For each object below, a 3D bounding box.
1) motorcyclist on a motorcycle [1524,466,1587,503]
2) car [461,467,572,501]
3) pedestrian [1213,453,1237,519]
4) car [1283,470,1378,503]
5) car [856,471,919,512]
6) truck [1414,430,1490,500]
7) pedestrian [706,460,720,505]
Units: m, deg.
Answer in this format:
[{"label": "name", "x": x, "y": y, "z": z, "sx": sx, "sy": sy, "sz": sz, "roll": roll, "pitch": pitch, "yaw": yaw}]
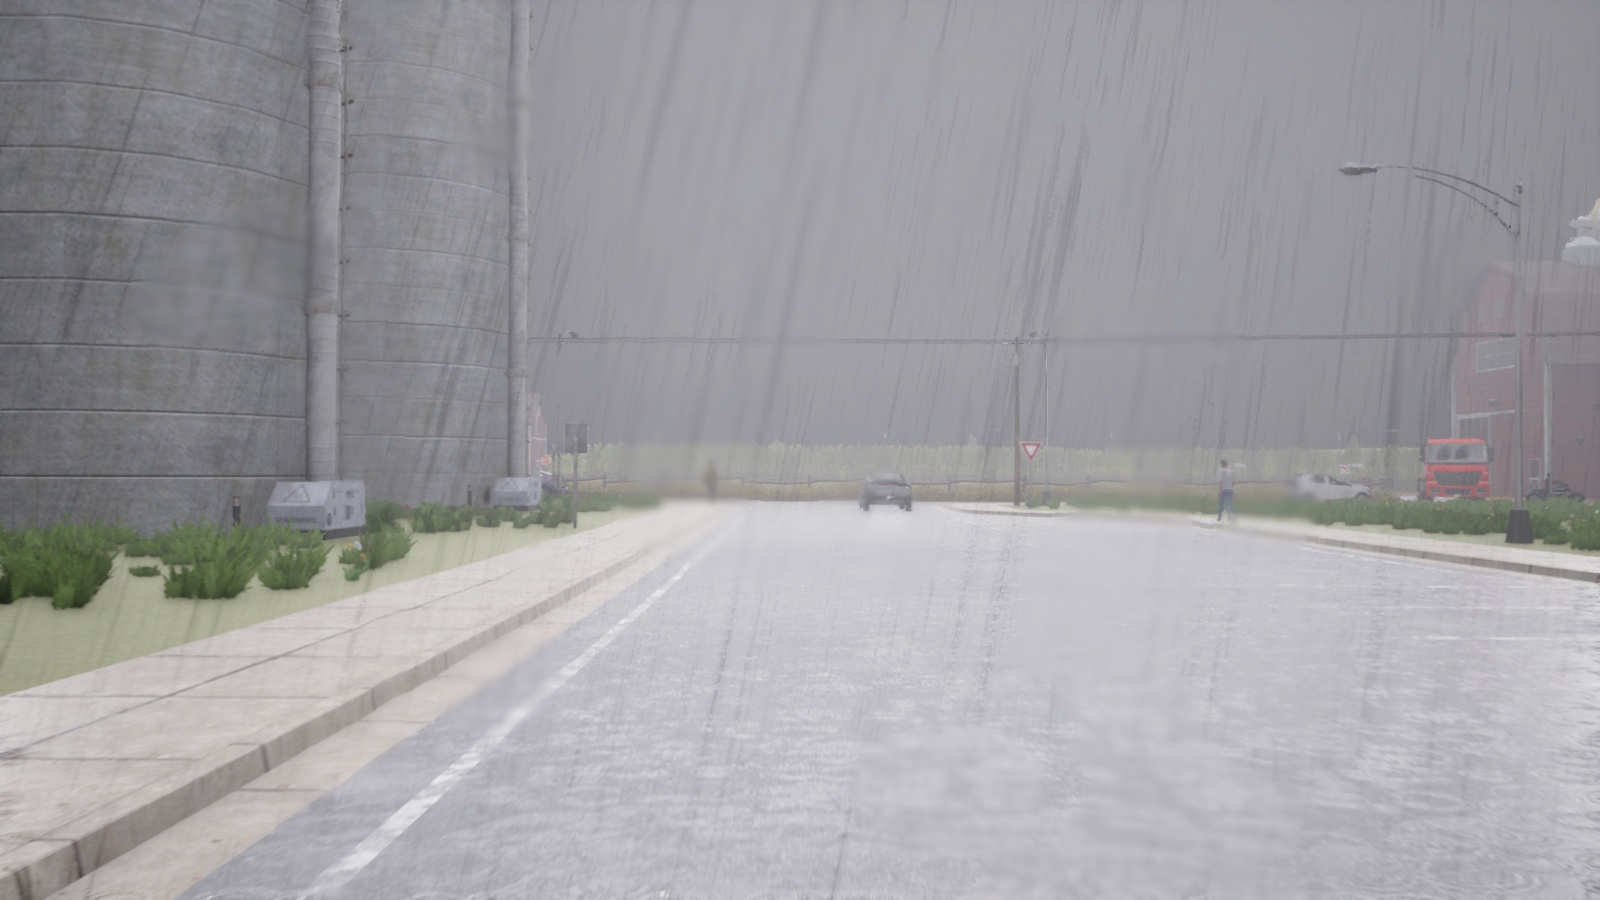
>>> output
[{"label": "motorcyclist on a motorcycle", "x": 34.240, "y": 1.561, "z": 56.922, "sx": 2.350, "sy": 1.649, "sz": 0.766, "roll": -1, "pitch": -1, "yaw": 24}, {"label": "car", "x": -14.050, "y": 1.694, "z": 62.398, "sx": 5.027, "sy": 1.651, "sz": 2.152, "roll": 0, "pitch": -1, "yaw": 1}, {"label": "pedestrian", "x": 11.943, "y": 1.013, "z": 35.307, "sx": 0.354, "sy": 1.836, "sz": 0.706, "roll": 0, "pitch": -1, "yaw": -7}, {"label": "car", "x": 24.662, "y": 1.708, "z": 58.456, "sx": 3.633, "sy": 1.501, "sz": 1.845, "roll": 0, "pitch": -1, "yaw": 0}, {"label": "car", "x": 3.382, "y": 1.584, "z": 49.375, "sx": 2.128, "sy": 1.511, "sz": 4.902, "roll": 0, "pitch": -1, "yaw": 0}, {"label": "truck", "x": 34.580, "y": 0.812, "z": 66.810, "sx": 2.891, "sy": 3.462, "sz": 7.936, "roll": -1, "pitch": -1, "yaw": 23}, {"label": "pedestrian", "x": -3.599, "y": 1.353, "z": 51.864, "sx": 0.370, "sy": 1.835, "sz": 0.726, "roll": 0, "pitch": -1, "yaw": 12}]
